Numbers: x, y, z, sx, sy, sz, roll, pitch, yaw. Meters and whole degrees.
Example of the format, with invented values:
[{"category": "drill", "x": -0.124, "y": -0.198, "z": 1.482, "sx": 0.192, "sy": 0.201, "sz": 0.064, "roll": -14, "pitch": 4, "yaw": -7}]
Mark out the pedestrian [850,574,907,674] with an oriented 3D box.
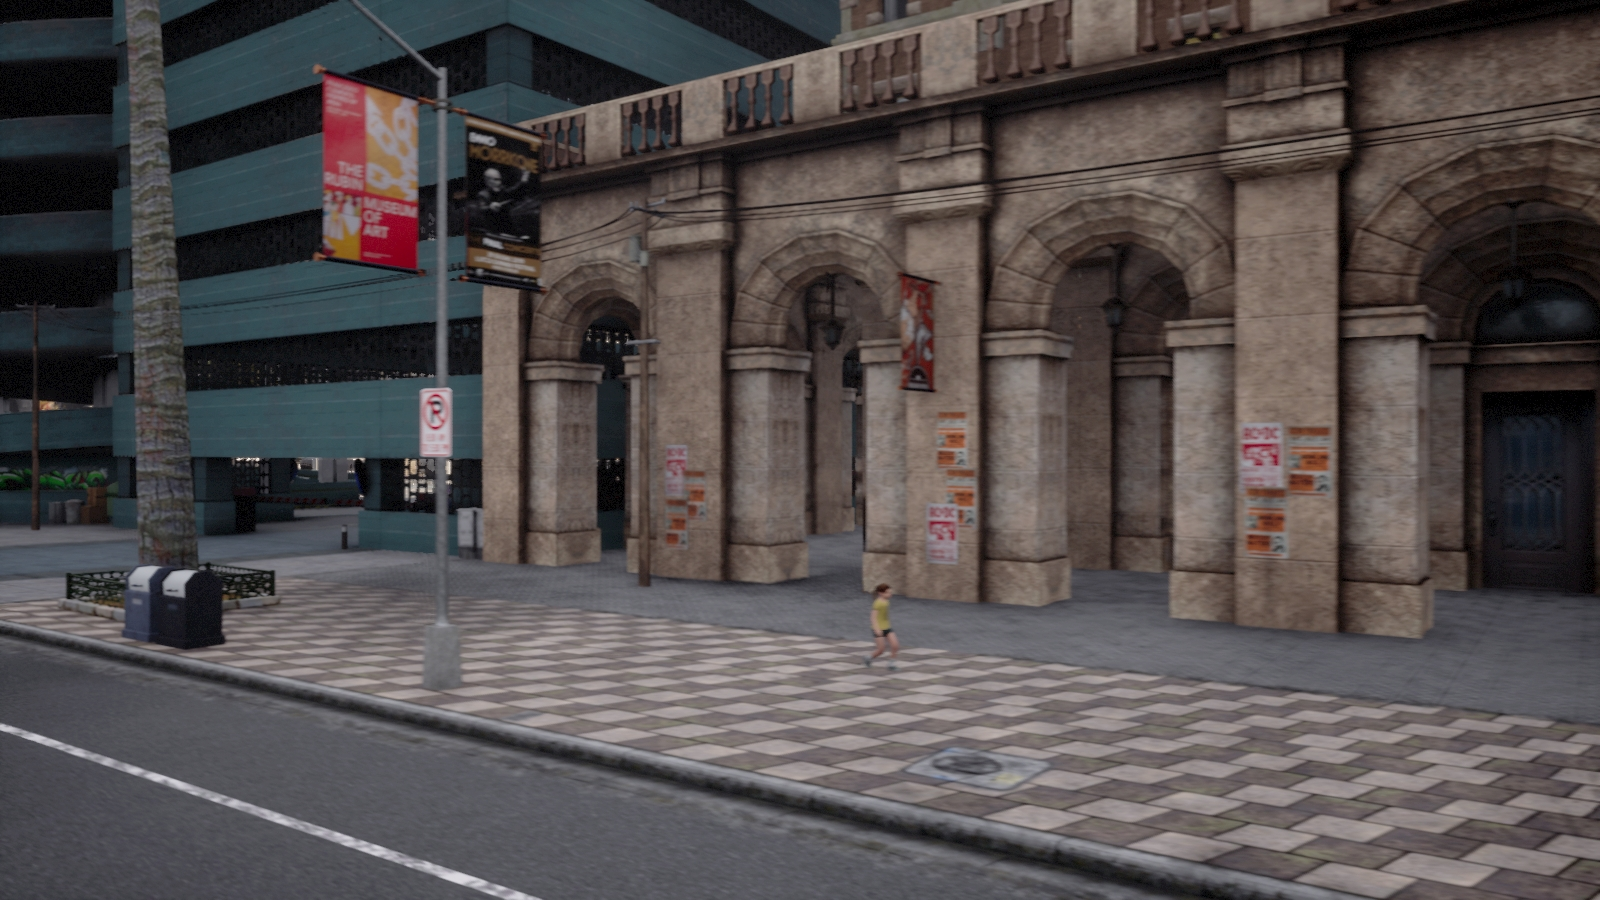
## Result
[{"category": "pedestrian", "x": 0.944, "y": 2.076, "z": 13.762, "sx": 0.500, "sy": 1.100, "sz": 0.500, "roll": 0, "pitch": 0, "yaw": 35}]
